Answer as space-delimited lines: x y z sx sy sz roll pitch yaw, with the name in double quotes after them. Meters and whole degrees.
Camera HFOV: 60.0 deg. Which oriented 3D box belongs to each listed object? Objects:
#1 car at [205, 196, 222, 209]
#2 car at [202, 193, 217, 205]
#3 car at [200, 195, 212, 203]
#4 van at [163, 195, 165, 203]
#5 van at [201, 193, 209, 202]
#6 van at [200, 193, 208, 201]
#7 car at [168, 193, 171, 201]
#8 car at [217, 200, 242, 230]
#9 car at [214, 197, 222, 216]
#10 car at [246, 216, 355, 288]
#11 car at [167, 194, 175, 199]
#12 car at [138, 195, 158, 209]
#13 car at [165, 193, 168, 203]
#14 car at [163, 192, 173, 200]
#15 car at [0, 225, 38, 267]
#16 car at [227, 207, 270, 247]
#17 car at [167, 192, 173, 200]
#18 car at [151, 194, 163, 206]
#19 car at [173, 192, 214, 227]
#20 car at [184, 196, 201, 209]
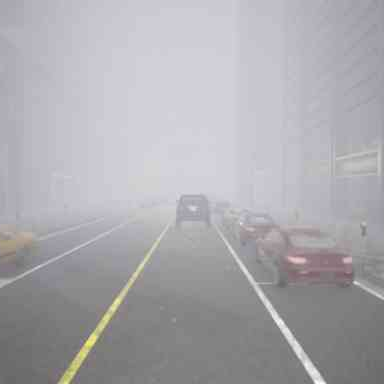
2.731 1.286 42.575 1.967 1.590 4.097 0 0 0 "car"
2.723 1.123 53.812 2.192 1.841 5.009 0 0 0 "car"
2.714 1.322 65.051 2.008 1.369 4.403 0 0 0 "car"
-5.802 1.150 53.790 1.690 1.788 3.998 0 0 0 "van"
2.710 1.094 70.669 1.690 1.788 3.998 0 0 0 "van"
2.705 1.076 76.288 1.690 1.788 3.998 0 0 0 "van"
-5.811 1.338 65.028 1.947 1.339 4.313 0 0 0 "car"
2.749 1.447 20.271 1.752 1.417 4.829 0 0 0 "car"
2.740 1.449 31.339 1.947 1.339 4.313 0 0 0 "car"
2.758 1.546 8.864 1.802 1.307 4.206 0 0 0 "car"
-5.833 1.229 93.119 1.887 1.381 4.507 0 0 0 "car"
-5.794 1.429 42.554 1.802 1.307 4.206 0 0 0 "car"
-5.807 1.335 59.409 1.887 1.381 4.507 0 0 0 "car"
-5.824 1.034 81.882 2.192 1.841 5.009 0 0 0 "car"
-5.767 1.492 8.674 1.752 1.417 4.829 0 0 0 "car"
2.753 1.525 14.482 1.802 1.307 4.206 0 0 0 "car"
-5.820 1.318 76.264 1.802 1.307 4.206 0 0 0 "car"
-5.798 1.394 48.173 1.947 1.339 4.313 0 0 0 "car"
0.083 1.135 22.161 2.150 2.045 5.566 0 0 0 "car"
0.068 1.338 42.477 2.128 1.511 4.902 0 0 0 "car"
